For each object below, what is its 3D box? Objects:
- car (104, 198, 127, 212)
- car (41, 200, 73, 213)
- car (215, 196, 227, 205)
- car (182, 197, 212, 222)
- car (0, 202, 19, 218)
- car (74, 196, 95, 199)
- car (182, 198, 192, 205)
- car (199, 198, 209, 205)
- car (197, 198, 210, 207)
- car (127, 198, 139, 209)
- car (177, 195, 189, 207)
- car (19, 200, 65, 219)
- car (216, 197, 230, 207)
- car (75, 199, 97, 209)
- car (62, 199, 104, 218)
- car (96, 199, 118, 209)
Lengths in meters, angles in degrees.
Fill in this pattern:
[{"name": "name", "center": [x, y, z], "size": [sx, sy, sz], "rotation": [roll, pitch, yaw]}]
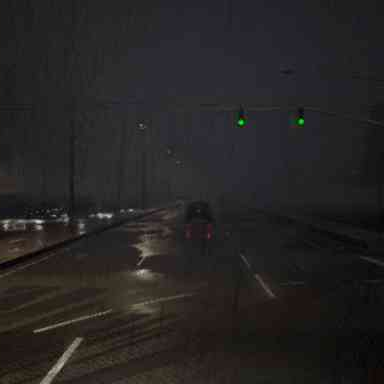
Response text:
[{"name": "car", "center": [-10.241, 1.784, 42.516], "size": [2.128, 1.511, 4.902], "rotation": [0, 0, 3]}, {"name": "car", "center": [-17.236, 1.780, 42.782], "size": [1.882, 1.535, 5.008], "rotation": [0, 0, 3]}, {"name": "car", "center": [6.003, 1.729, 69.245], "size": [2.097, 1.767, 4.553], "rotation": [0, 0, 2]}, {"name": "car", "center": [0.602, 1.537, 28.050], "size": [2.097, 1.767, 4.553], "rotation": [0, 0, 3]}, {"name": "car", "center": [-17.738, 1.719, 33.324], "size": [1.882, 1.535, 5.008], "rotation": [0, 0, 3]}, {"name": "car", "center": [-13.769, 1.515, 41.998], "size": [2.150, 2.045, 5.566], "rotation": [0, 0, 3]}, {"name": "car", "center": [-0.989, 1.936, 69.570], "size": [1.994, 1.385, 4.181], "rotation": [0, 0, 2]}, {"name": "car", "center": [2.510, 1.976, 69.470], "size": [1.895, 1.301, 4.718], "rotation": [0, 0, 2]}, {"name": "car", "center": [2.052, 1.881, 59.386], "size": [2.128, 1.511, 4.902], "rotation": [0, 0, 3]}, {"name": "car", "center": [-9.773, 1.711, 52.643], "size": [2.097, 1.767, 4.553], "rotation": [0, 0, 3]}, {"name": "car", "center": [-1.462, 1.613, 59.188], "size": [2.150, 2.045, 5.566], "rotation": [0, 0, 3]}, {"name": "car", "center": [-14.288, 1.735, 32.296], "size": [1.837, 1.490, 4.892], "rotation": [0, 0, 3]}, {"name": "car", "center": [5.546, 1.736, 59.178], "size": [2.097, 1.767, 4.553], "rotation": [0, 0, 3]}, {"name": "car", "center": [-16.767, 1.894, 52.934], "size": [1.812, 1.442, 4.674], "rotation": [0, 0, 3]}, {"name": "car", "center": [-10.745, 1.736, 33.155], "size": [1.837, 1.490, 4.892], "rotation": [0, 0, 3]}, {"name": "car", "center": [-13.291, 1.838, 52.331], "size": [1.882, 1.535, 5.008], "rotation": [0, 0, 3]}]
